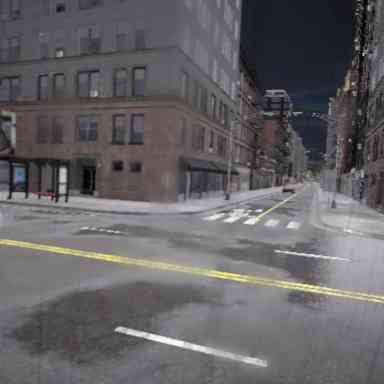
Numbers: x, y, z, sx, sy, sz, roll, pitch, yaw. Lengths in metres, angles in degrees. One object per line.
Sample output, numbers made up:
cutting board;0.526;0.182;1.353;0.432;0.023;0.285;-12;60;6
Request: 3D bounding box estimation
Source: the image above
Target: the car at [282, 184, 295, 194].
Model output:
car;16.732;-0.550;57.228;1.882;1.535;5.008;4;3;20
